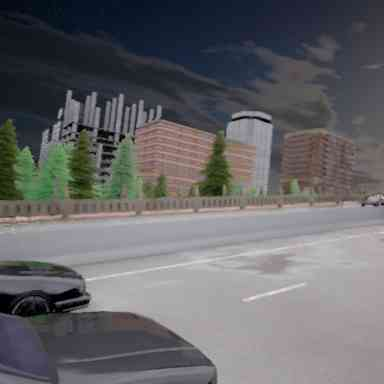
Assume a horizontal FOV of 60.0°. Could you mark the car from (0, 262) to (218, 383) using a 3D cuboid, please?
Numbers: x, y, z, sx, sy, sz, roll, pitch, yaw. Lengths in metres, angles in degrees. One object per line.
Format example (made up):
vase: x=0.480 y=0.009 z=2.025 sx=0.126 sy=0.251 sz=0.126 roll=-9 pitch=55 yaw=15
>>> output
car: x=-2.301 y=1.544 z=2.105 sx=5.357 sy=1.411 sz=2.033 roll=0 pitch=0 yaw=-35

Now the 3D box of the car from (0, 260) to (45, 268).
car: x=-4.367 y=1.544 z=4.935 sx=5.357 sy=1.411 sz=2.033 roll=0 pitch=0 yaw=-36

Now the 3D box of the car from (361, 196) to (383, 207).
car: x=23.348 y=1.187 z=42.110 sx=4.674 sy=1.442 sz=1.812 roll=0 pitch=0 yaw=-35
